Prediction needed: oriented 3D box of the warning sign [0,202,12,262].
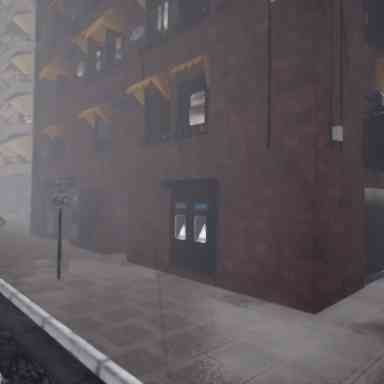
[{"bbox_3d":[-6.624,1.257,10.599,1.300,1.860,1.060,2,-2,-42],"label":"warning sign"}]
